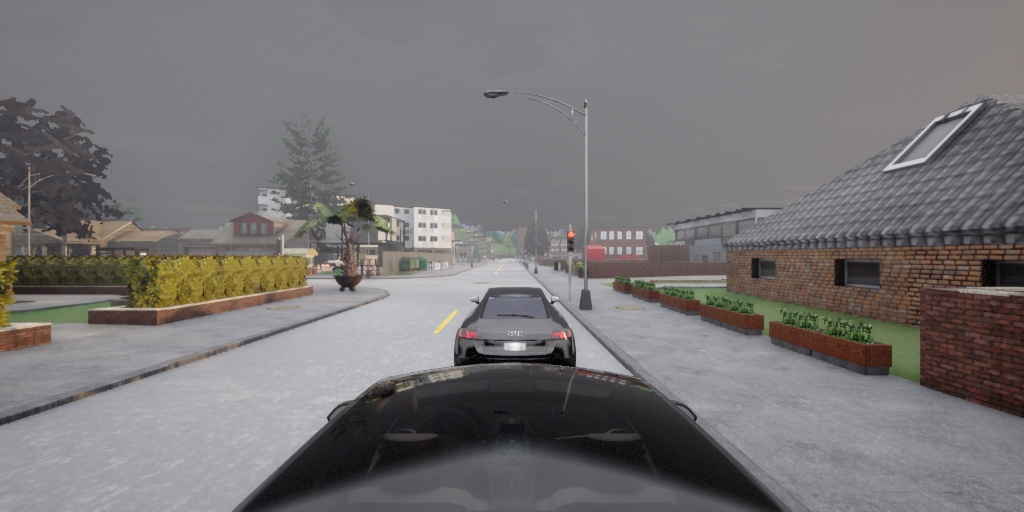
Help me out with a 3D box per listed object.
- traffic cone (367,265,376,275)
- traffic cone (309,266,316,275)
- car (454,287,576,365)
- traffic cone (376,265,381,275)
[{"bbox_3d":[-15.749,1.561,40.150,0.344,0.586,0.344,0,0,0],"label":"traffic cone"},{"bbox_3d":[-19.796,1.568,35.267,0.344,0.586,0.344,0,0,0],"label":"traffic cone"},{"bbox_3d":[0.059,1.314,7.333,1.994,1.385,4.181,0,0,0],"label":"car"},{"bbox_3d":[-15.388,1.558,40.720,0.344,0.586,0.344,0,0,0],"label":"traffic cone"}]
